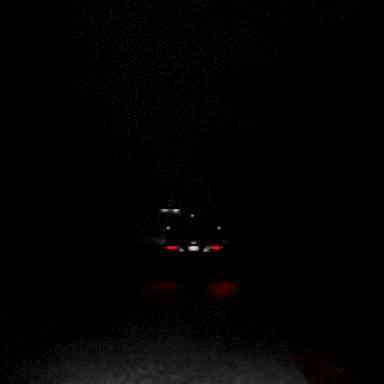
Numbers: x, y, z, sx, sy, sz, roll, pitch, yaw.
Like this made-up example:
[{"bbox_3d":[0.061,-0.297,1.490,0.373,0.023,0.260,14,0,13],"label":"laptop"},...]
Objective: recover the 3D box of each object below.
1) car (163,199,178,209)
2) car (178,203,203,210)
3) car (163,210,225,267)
[{"bbox_3d":[-3.002,1.673,47.285,1.812,1.442,4.674,0,-1,0],"label":"car"},{"bbox_3d":[0.015,1.643,29.685,1.895,1.301,4.718,0,0,0],"label":"car"},{"bbox_3d":[0.053,1.564,11.449,2.033,1.411,5.357,0,0,0],"label":"car"}]
